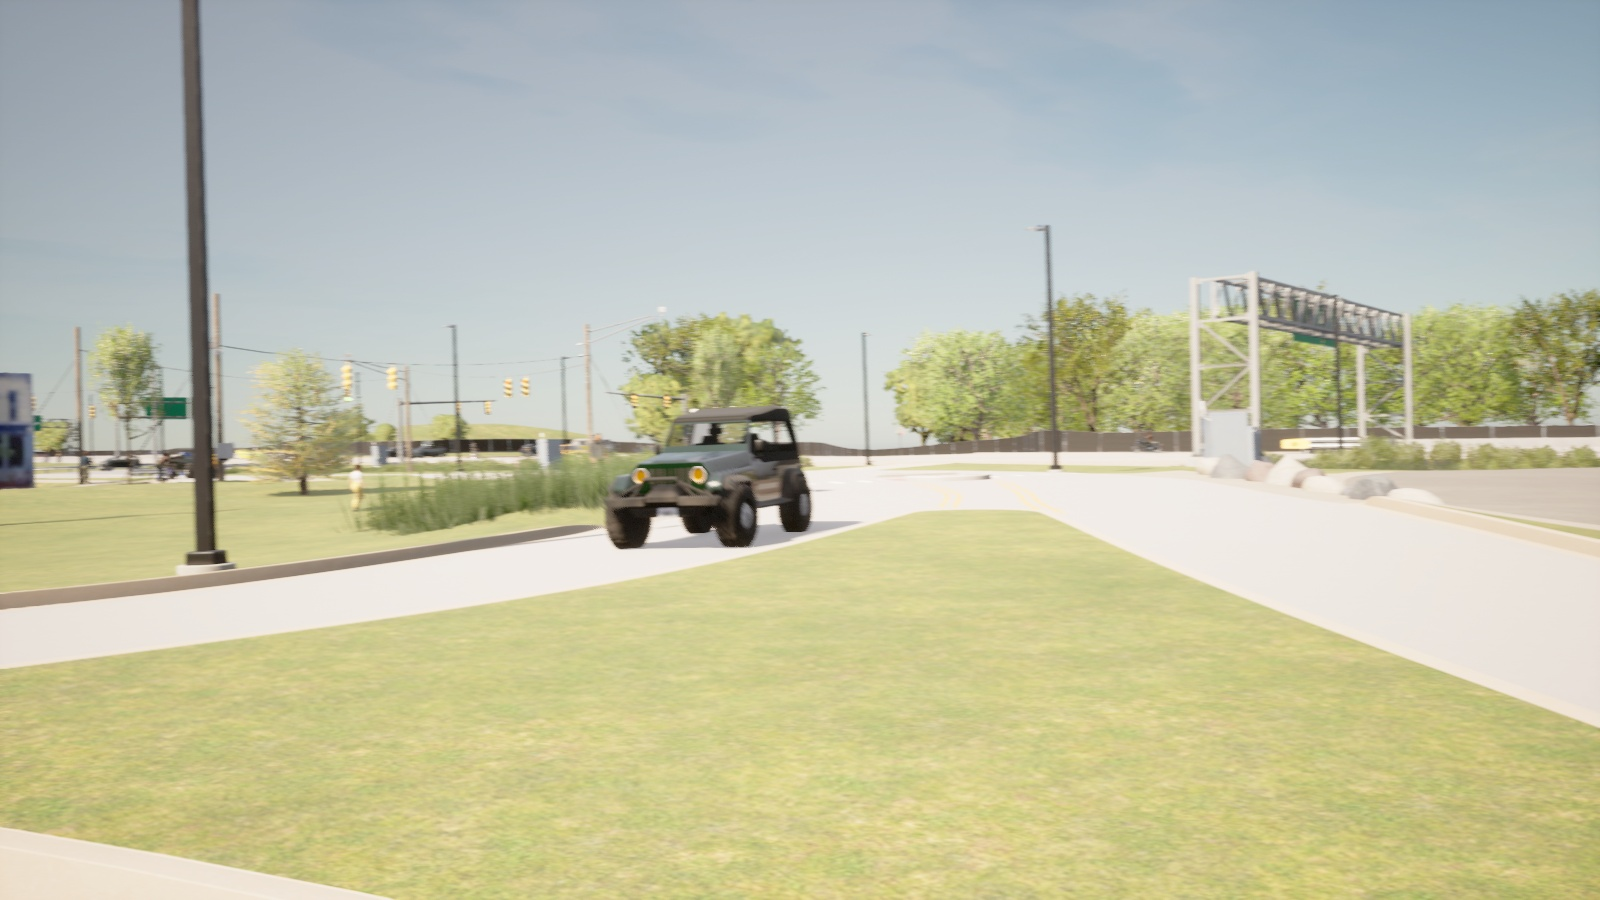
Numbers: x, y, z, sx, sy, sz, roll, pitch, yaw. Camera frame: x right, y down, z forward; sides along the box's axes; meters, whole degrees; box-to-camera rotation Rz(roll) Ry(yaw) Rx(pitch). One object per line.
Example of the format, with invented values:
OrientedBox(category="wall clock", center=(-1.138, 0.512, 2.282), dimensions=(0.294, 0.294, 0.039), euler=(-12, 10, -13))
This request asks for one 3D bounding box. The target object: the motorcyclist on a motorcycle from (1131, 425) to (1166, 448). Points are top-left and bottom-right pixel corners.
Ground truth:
OrientedBox(category="motorcyclist on a motorcycle", center=(25.767, -1.027, 92.882), dimensions=(2.350, 1.649, 0.766), euler=(-1, 0, 30))

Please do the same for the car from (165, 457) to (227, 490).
OrientedBox(category="car", center=(-36.775, 1.454, 76.437), dimensions=(3.866, 1.878, 1.905), euler=(-3, 0, 40))

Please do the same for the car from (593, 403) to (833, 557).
OrientedBox(category="car", center=(-1.090, 0.342, 17.782), dimensions=(1.905, 1.878, 3.866), euler=(-3, 1, 19))

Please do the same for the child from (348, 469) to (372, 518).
OrientedBox(category="child", center=(-11.525, 1.145, 32.893), dimensions=(0.270, 1.263, 0.437), euler=(-4, -1, 44))

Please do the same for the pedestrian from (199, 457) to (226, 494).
OrientedBox(category="pedestrian", center=(-30.300, 1.313, 64.791), dimensions=(0.900, 1.855, 0.874), euler=(-3, -1, 36))

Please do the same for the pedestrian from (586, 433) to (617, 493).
OrientedBox(category="pedestrian", center=(-6.230, 0.406, 39.416), dimensions=(0.694, 1.848, 0.540), euler=(-4, -1, 42))

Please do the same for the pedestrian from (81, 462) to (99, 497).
OrientedBox(category="pedestrian", center=(-38.361, 1.596, 67.867), dimensions=(0.370, 1.835, 0.726), euler=(-3, -1, 13))
